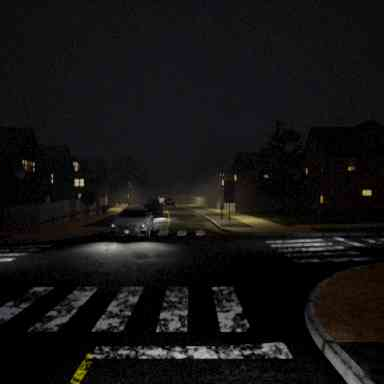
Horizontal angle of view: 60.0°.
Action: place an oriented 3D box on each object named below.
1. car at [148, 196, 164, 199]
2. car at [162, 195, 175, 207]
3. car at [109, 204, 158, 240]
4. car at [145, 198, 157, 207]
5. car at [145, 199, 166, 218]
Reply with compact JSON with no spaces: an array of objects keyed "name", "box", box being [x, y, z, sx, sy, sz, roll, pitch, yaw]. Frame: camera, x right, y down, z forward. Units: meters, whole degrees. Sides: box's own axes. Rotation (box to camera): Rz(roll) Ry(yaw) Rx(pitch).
[{"name":"car","box":[-5.035,1.671,44.283,1.837,1.490,4.892,0,0,-7]},{"name":"car","box":[-3.970,1.757,56.488,1.837,1.490,4.892,0,-1,-10]},{"name":"car","box":[-3.022,1.555,17.460,1.812,1.442,4.674,0,0,-2]},{"name":"car","box":[-7.428,1.823,60.037,1.812,1.442,4.674,0,-1,-11]},{"name":"car","box":[-3.728,1.665,31.518,1.994,1.385,4.181,0,0,-5]}]
